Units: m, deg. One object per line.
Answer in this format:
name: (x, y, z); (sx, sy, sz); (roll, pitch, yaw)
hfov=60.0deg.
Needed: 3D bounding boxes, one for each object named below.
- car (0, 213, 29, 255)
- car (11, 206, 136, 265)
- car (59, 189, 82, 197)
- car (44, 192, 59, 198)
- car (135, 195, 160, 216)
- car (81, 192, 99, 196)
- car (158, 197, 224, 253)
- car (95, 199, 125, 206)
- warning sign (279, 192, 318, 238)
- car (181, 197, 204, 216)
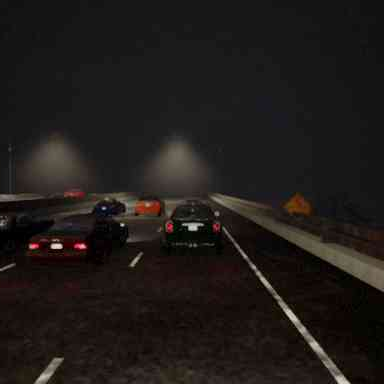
car: (-6.959, 1.456, 12.648); (1.895, 1.301, 4.718); (0, 1, 0)
car: (-3.472, 1.421, 11.081); (2.033, 1.411, 5.357); (0, 1, 0)
car: (-21.017, 0.527, 58.954); (2.150, 2.045, 5.566); (0, 1, 1)
car: (-24.517, 0.810, 58.917); (1.837, 1.490, 4.892); (0, 1, 1)
car: (-3.449, 1.027, 28.146); (2.097, 1.767, 4.553); (0, 1, 0)
car: (-17.526, 0.867, 59.174); (1.994, 1.385, 4.181); (0, 1, 1)
car: (0.048, 1.201, 13.151); (2.097, 1.767, 4.553); (0, 1, 0)
car: (-6.947, 1.238, 28.340); (1.994, 1.385, 4.181); (0, 1, 1)
warning sign: (4.562, 0.951, 14.342); (1.300, 1.860, 1.060); (1, 1, 0)
car: (0.056, 1.192, 28.916); (1.812, 1.442, 4.674); (0, 1, 1)
